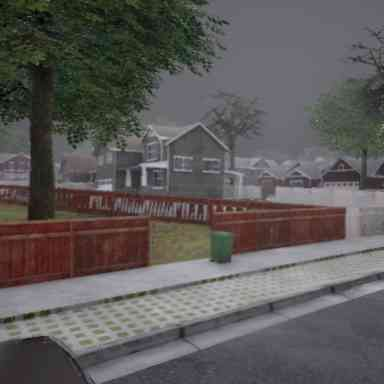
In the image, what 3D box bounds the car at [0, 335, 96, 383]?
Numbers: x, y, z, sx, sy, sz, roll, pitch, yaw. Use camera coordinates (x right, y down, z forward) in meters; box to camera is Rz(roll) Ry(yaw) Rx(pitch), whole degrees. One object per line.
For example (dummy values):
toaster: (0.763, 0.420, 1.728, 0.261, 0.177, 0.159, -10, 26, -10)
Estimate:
car: (-2.872, 1.542, 1.005, 5.357, 1.411, 2.033, 0, 0, -36)
